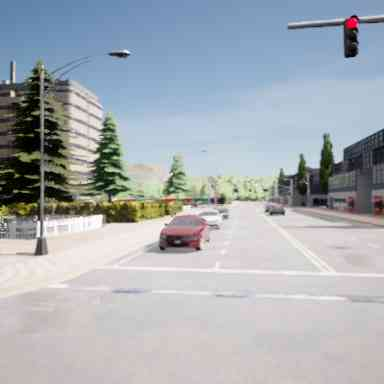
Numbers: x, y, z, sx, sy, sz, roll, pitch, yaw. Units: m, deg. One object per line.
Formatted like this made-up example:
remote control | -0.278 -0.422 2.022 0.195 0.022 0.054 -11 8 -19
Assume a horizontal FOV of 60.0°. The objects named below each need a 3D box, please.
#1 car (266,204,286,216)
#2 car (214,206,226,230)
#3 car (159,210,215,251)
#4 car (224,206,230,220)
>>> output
car | 11.891 2.562 46.406 1.994 1.385 4.181 -1 -1 10
car | 1.452 2.146 26.505 1.812 1.442 4.674 -1 -1 9
car | -0.195 1.873 16.383 1.882 1.535 5.008 -1 -1 9
car | 3.283 2.364 37.868 2.128 1.511 4.902 -1 -1 9
